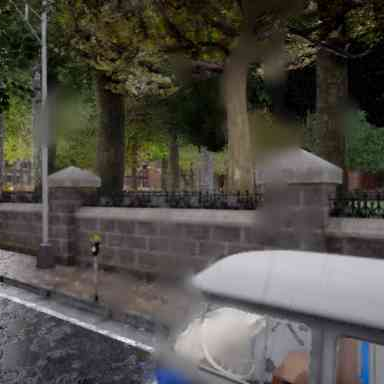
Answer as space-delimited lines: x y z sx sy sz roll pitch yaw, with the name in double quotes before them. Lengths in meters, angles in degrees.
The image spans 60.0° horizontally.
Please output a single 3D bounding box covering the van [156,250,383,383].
"van" 1.574 1.341 1.703 3.998 1.788 1.690 0 -1 36
